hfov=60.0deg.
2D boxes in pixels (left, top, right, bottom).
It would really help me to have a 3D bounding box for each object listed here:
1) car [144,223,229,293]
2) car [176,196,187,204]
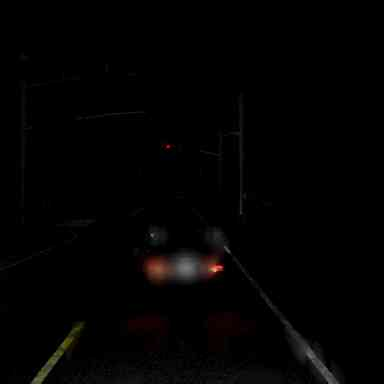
[{"bbox_3d":[-0.175,1.547,8.984,2.033,1.411,5.357,0,0,-1],"label":"car"},{"bbox_3d":[-1.980,1.525,63.454,1.812,1.442,4.674,0,0,-2],"label":"car"}]
